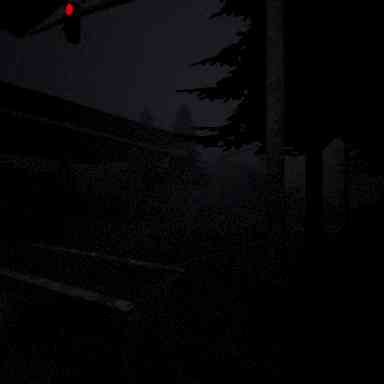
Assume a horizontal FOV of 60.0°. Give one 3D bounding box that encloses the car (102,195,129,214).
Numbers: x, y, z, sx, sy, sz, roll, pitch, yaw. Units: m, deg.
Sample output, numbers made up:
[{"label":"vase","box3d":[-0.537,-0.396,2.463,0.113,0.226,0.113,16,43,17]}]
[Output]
[{"label":"car","box3d":[-7.199,1.266,33.247,3.866,1.878,1.905,0,0,36]}]
